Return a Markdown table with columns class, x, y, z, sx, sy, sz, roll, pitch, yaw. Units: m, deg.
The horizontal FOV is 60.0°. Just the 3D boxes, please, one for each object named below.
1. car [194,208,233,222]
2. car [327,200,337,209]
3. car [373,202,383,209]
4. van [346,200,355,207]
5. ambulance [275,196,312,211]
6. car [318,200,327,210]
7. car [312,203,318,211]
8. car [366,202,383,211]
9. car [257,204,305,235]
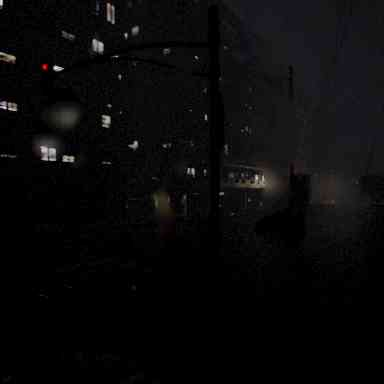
| class | x | y | z | sx | sy | sz | roll | pitch | yaw |
| --- | --- | --- | --- | --- | --- | --- | --- | --- | --- |
| car | 2.056 | 1.989 | 30.341 | 1.752 | 1.417 | 4.829 | -2 | -2 | 35 |
| car | 28.086 | 2.492 | 67.499 | 2.192 | 1.841 | 5.009 | -2 | -2 | 35 |
| car | 38.142 | 2.744 | 67.352 | 2.008 | 1.369 | 4.403 | -2 | -2 | 35 |
| van | 41.018 | 2.875 | 86.030 | 1.690 | 1.788 | 3.998 | -2 | -2 | 35 |
| ambulance | 11.869 | 1.677 | 39.703 | 2.351 | 2.431 | 6.366 | -1 | -1 | 35 |
| car | 21.605 | 2.544 | 58.240 | 1.887 | 1.381 | 4.507 | -2 | -2 | 35 |
| car | 18.362 | 2.351 | 53.616 | 1.967 | 1.590 | 4.097 | -2 | -2 | 35 |
| car | 31.658 | 2.581 | 58.099 | 1.947 | 1.339 | 4.313 | -2 | -2 | 35 |
| car | 5.722 | 1.745 | 21.089 | 1.967 | 1.590 | 4.097 | -2 | -2 | 35 |
